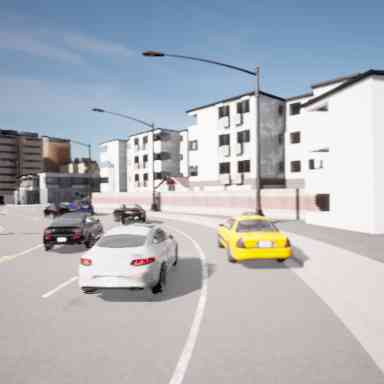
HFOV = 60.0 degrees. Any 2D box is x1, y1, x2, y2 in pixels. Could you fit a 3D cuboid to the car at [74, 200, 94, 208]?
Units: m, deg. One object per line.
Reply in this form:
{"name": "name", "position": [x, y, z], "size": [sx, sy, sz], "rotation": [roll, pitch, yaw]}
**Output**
{"name": "car", "position": [-12.642, 1.682, 37.156], "size": [2.097, 1.767, 4.553], "rotation": [-1, 0, -38]}

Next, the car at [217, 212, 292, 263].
{"name": "car", "position": [2.005, 1.486, 12.051], "size": [1.801, 1.575, 5.366], "rotation": [-1, 0, -2]}

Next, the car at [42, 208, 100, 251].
{"name": "car", "position": [-5.213, 1.660, 14.936], "size": [1.812, 1.442, 4.674], "rotation": [0, 0, -6]}

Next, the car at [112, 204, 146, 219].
{"name": "car", "position": [-5.000, 1.674, 26.066], "size": [2.128, 1.511, 4.902], "rotation": [0, 0, -24]}

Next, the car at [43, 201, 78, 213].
{"name": "car", "position": [-12.961, 1.838, 32.127], "size": [1.812, 1.442, 4.674], "rotation": [0, 0, -37]}

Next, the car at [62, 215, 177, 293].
{"name": "car", "position": [-1.481, 1.585, 8.905], "size": [1.812, 1.442, 4.674], "rotation": [-1, 0, 4]}
